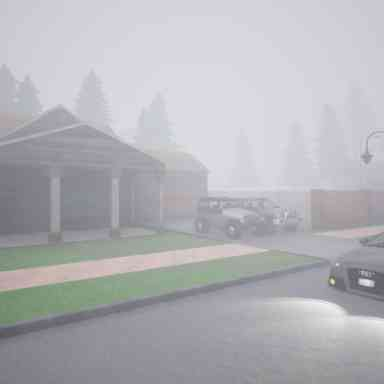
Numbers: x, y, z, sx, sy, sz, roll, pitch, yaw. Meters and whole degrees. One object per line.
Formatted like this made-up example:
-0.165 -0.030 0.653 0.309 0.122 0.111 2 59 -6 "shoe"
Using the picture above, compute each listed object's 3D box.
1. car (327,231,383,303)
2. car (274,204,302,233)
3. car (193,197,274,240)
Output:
4.974 1.564 7.555 4.181 1.385 1.994 0 0 -36 "car"
3.525 1.174 17.906 1.932 1.855 4.605 0 0 -36 "car"
1.715 1.176 16.118 1.905 1.878 3.866 0 0 -36 "car"
